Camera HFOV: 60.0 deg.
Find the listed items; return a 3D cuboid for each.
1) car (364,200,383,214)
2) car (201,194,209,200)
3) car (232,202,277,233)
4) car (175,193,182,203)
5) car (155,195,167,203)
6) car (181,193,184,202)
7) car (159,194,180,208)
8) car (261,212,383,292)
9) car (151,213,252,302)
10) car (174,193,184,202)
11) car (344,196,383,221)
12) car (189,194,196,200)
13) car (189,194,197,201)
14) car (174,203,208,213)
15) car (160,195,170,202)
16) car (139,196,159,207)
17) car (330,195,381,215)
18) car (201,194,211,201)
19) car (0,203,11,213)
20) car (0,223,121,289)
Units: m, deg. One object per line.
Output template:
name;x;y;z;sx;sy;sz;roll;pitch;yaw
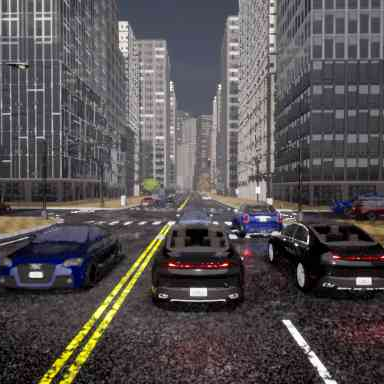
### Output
car;21.909;1.643;36.767;4.829;1.417;1.752;1;0;1
car;3.497;1.408;90.808;1.837;1.490;4.892;0;0;0
car;3.397;1.342;18.019;2.097;1.767;4.553;0;0;0
car;-3.177;1.461;57.600;1.837;1.490;4.892;0;0;0
car;-6.335;1.421;67.643;1.882;1.535;5.008;0;0;0
car;-3.091;1.469;67.421;1.812;1.442;4.674;0;0;1
car;-3.209;1.471;48.261;1.837;1.490;4.892;0;0;0
car;3.374;1.500;8.936;1.837;1.490;4.892;0;0;0
car;0.120;1.501;8.230;1.837;1.490;4.892;0;0;0
car;-3.039;1.154;77.873;2.150;2.045;5.566;0;0;0
car;16.278;1.519;28.496;5.009;1.841;2.192;1;0;1
car;0.246;1.387;90.165;1.882;1.535;5.008;0;0;0
car;0.218;1.450;80.171;1.812;1.442;4.674;0;0;0
car;0.148;1.538;17.785;2.033;1.411;5.357;0;0;0
car;-6.289;1.453;77.913;1.812;1.442;4.674;0;0;0
car;-6.455;1.491;49.034;1.812;1.442;4.674;0;0;2
car;17.298;1.341;34.255;5.566;2.045;2.150;1;1;2
car;3.470;1.520;80.874;1.895;1.301;4.718;0;0;0
car;-20.028;1.315;31.783;5.008;1.535;1.882;1;1;1
car;-3.272;1.560;9.015;1.994;1.385;4.181;0;0;1
